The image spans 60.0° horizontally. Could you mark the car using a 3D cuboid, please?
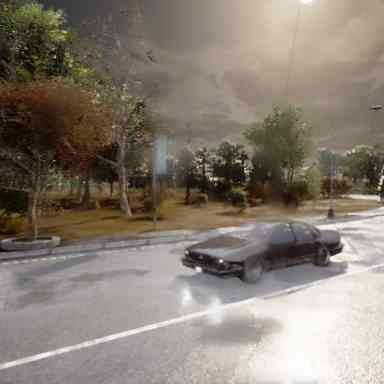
[{"bbox_3d":[2.332,1.536,9.835,5.357,1.411,2.033,0,0,-35],"label":"car"}]
